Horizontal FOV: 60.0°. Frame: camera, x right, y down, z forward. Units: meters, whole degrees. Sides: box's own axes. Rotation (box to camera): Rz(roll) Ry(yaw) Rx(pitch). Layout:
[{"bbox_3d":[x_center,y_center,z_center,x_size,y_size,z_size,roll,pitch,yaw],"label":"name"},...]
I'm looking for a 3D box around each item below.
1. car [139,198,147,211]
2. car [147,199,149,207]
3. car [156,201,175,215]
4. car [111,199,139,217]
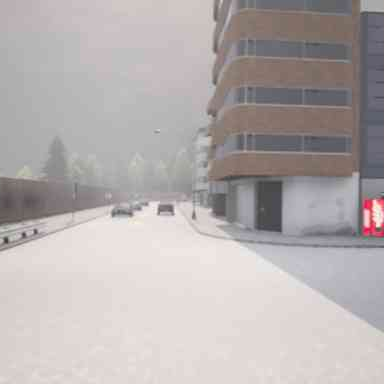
[{"bbox_3d":[-7.665,1.745,44.420,2.128,1.511,4.902,1,0,-4],"label":"car"},{"bbox_3d":[-8.829,1.849,60.350,1.882,1.535,5.008,1,-1,-4],"label":"car"},{"bbox_3d":[-3.012,1.770,38.213,1.837,1.490,4.892,1,0,-4],"label":"car"},{"bbox_3d":[-6.833,1.740,33.382,1.994,1.385,4.181,1,0,-4],"label":"car"}]
